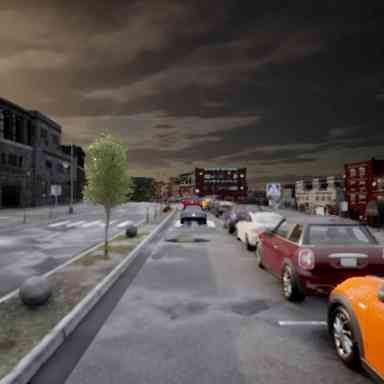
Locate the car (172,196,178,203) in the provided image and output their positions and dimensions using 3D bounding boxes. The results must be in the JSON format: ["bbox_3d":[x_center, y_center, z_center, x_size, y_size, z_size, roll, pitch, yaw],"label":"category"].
[{"bbox_3d":[-3.484,2.292,91.214,2.002,1.452,4.674,0,-1,-12],"label":"car"}]

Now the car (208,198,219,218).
[{"bbox_3d":[2.994,1.537,30.602,2.231,1.521,4.892,0,0,0],"label":"car"}]

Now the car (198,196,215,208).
[{"bbox_3d":[2.290,1.575,52.726,2.185,1.767,4.553,0,0,-4],"label":"car"}]

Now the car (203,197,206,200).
[{"bbox_3d":[2.639,1.653,47.212,2.097,1.535,5.008,0,0,-2],"label":"car"}]

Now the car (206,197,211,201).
[{"bbox_3d":[2.985,1.562,36.121,2.231,1.521,4.892,0,0,0],"label":"car"}]

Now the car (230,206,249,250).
[{"bbox_3d":[2.996,1.542,14.167,2.002,1.452,4.674,0,0,0],"label":"car"}]

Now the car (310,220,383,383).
[{"bbox_3d":[2.997,1.358,2.970,2.185,1.767,4.553,0,0,0],"label":"car"}]

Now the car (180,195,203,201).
[{"bbox_3d":[-0.130,1.356,42.818,2.150,2.045,5.566,0,-1,-2],"label":"car"}]

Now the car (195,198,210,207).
[{"bbox_3d":[1.793,1.780,58.431,2.163,1.488,4.792,0,0,-5],"label":"car"}]

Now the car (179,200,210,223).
[{"bbox_3d":[0.101,1.608,25.707,1.994,1.385,4.181,0,0,0],"label":"car"}]

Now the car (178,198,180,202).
[{"bbox_3d":[-1.260,1.755,80.403,2.435,2.045,5.566,0,-1,-10],"label":"car"}]

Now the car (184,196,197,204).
[{"bbox_3d":[-0.321,1.790,74.871,2.185,1.767,4.553,0,-1,-9],"label":"car"}]

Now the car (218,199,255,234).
[{"bbox_3d":[2.995,1.387,19.660,2.185,1.767,4.553,0,0,0],"label":"car"}]

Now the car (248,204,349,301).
[{"bbox_3d":[2.996,1.365,8.491,2.185,1.767,4.553,0,0,0],"label":"car"}]

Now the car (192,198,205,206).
[{"bbox_3d":[1.210,1.838,63.919,2.002,1.452,4.674,0,0,-6],"label":"car"}]
